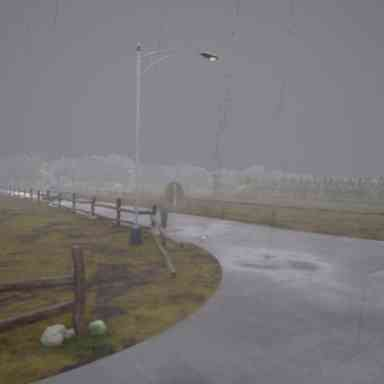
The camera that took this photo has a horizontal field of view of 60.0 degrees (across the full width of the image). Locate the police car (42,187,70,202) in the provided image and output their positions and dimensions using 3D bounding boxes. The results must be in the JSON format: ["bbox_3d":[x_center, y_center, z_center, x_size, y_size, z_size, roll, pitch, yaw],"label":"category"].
[{"bbox_3d":[-14.899,0.269,36.365,2.038,1.542,4.974,0,2,-36],"label":"police car"}]
